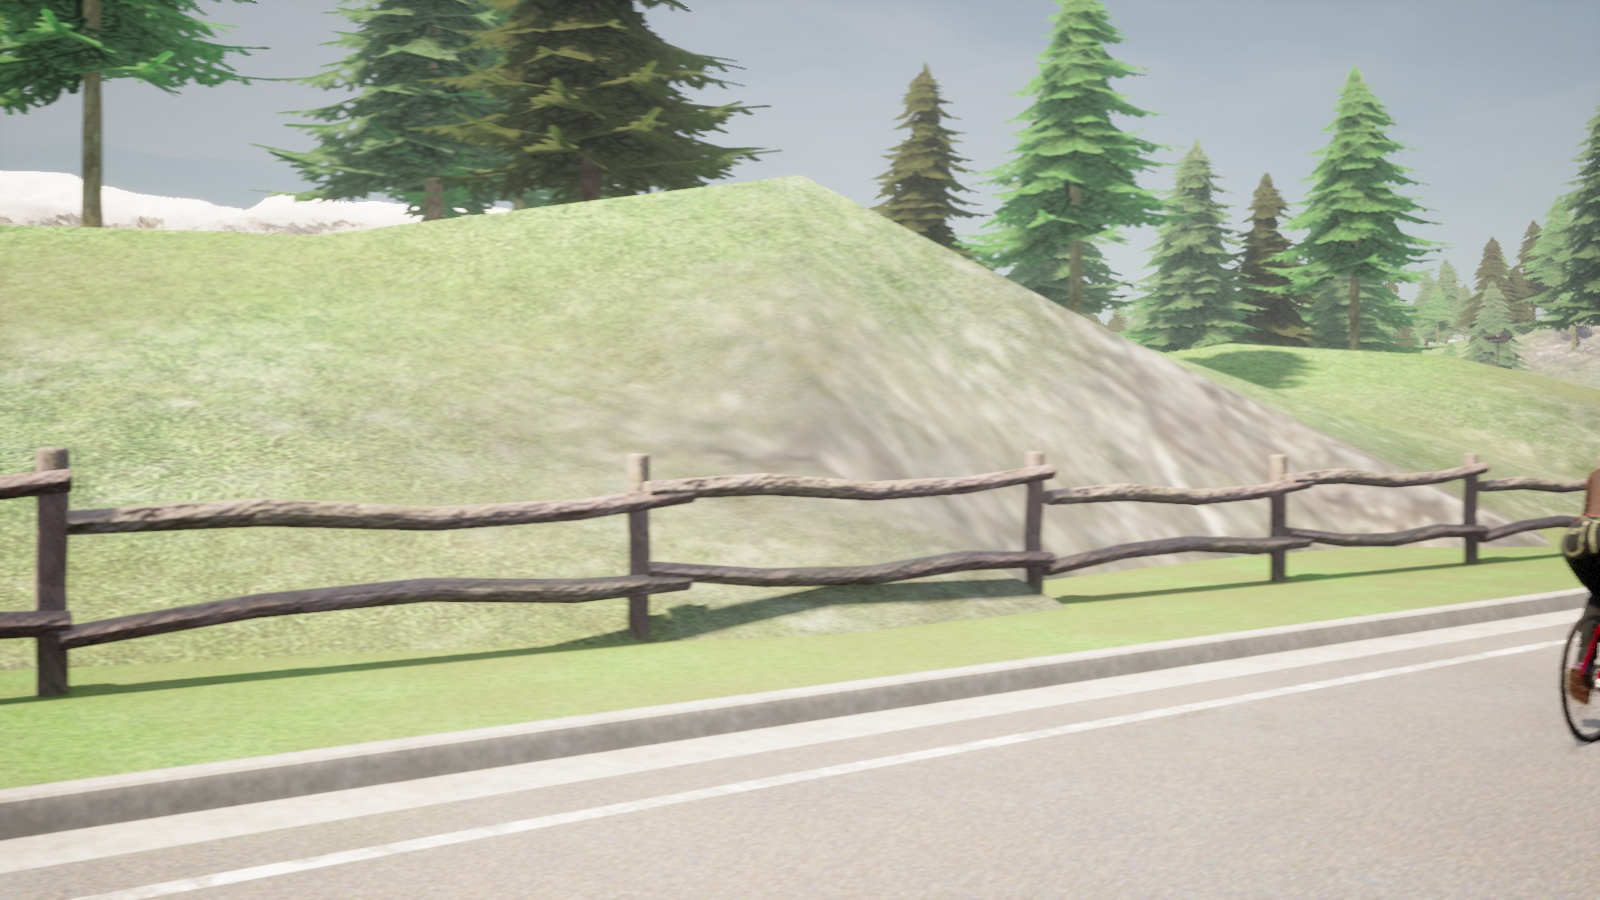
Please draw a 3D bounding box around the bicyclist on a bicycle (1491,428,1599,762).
[{"bbox_3d":[4.427,0.708,6.740,1.656,1.620,0.582,1,0,-35],"label":"bicyclist on a bicycle"}]
